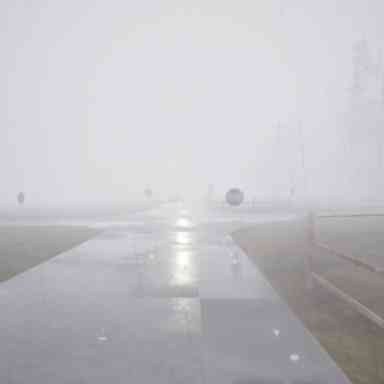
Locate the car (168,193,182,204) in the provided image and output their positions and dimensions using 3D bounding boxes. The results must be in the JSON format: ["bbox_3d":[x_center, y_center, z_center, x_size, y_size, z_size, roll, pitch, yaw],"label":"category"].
[{"bbox_3d":[-2.746,0.969,54.309,2.097,1.767,4.553,0,0,0],"label":"car"}]
